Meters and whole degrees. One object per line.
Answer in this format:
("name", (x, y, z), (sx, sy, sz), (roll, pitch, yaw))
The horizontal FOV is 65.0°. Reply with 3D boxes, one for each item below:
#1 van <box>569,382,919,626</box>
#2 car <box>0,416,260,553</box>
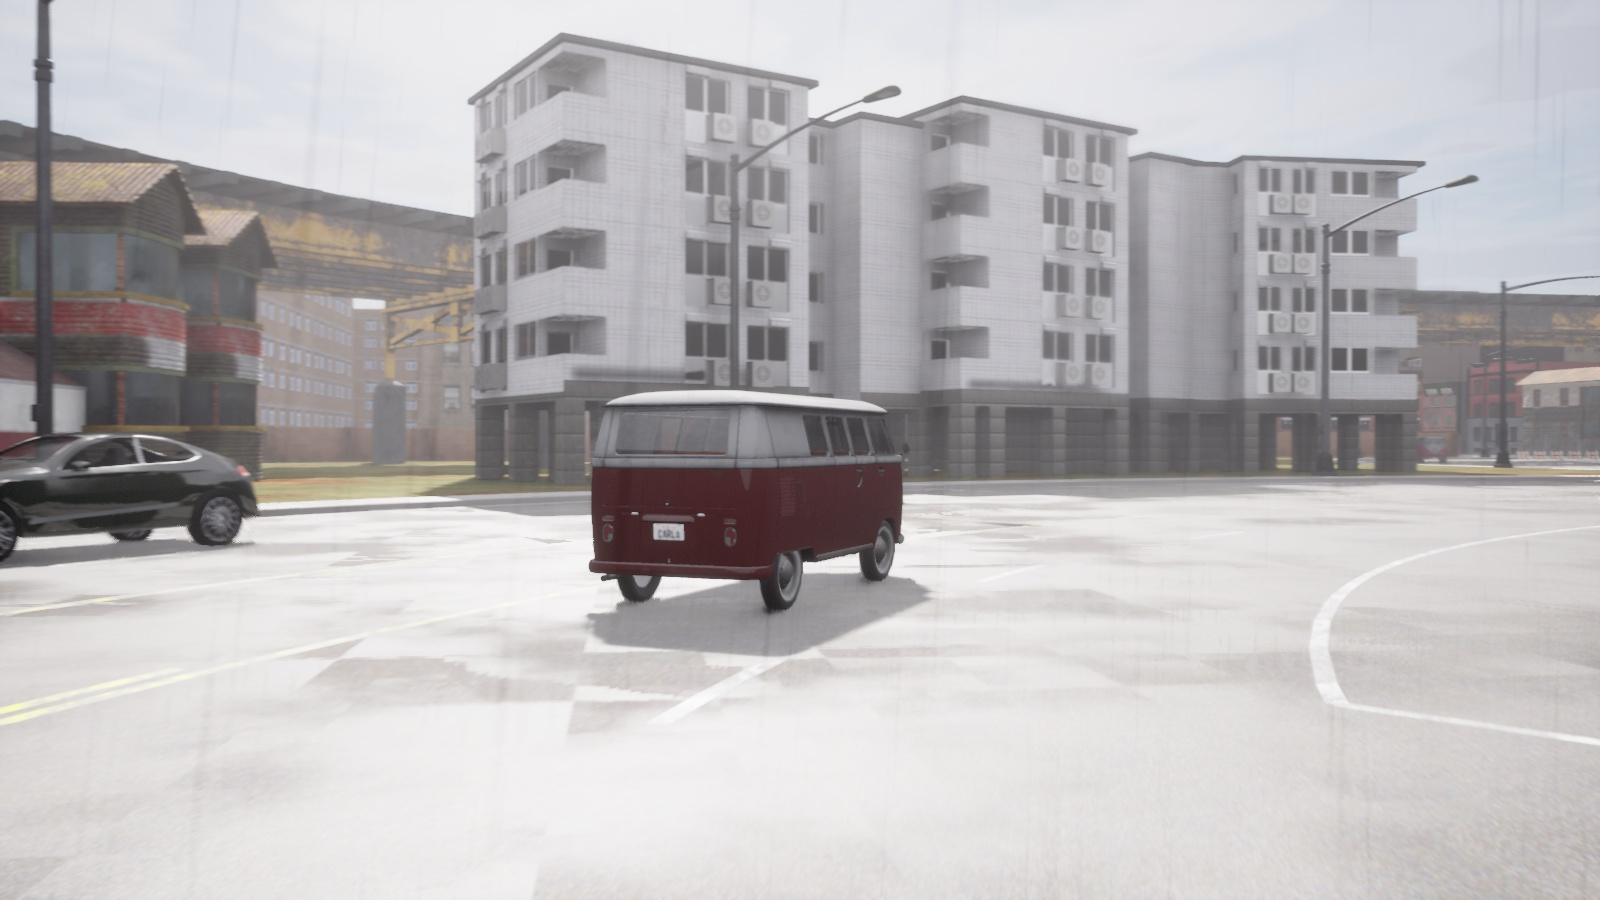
("van", (-0.326, 0.427, 12.631), (1.775, 1.987, 4.442), (0, 0, 23))
("car", (-10.061, 0.407, 16.835), (2.152, 1.651, 5.027), (0, 0, 25))
